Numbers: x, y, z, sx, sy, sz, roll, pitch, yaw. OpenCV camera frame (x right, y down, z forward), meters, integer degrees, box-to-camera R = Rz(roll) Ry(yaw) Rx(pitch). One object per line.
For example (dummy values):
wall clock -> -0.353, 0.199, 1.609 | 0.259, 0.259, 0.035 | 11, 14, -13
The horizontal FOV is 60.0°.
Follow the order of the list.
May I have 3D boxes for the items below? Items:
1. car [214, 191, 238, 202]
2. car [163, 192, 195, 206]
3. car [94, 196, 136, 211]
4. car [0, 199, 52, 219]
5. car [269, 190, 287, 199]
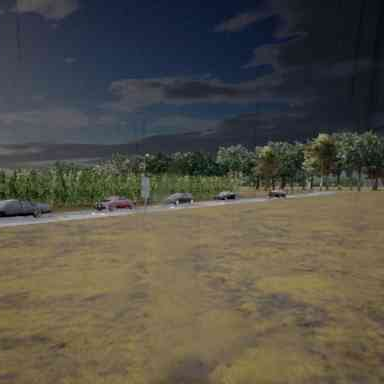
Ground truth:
car -> 5.113, 0.600, 50.195 | 1.882, 1.535, 5.008 | 0, 2, 36
car -> -1.577, 0.840, 40.784 | 1.837, 1.490, 4.892 | 0, 1, 35
car -> -7.452, 1.088, 32.480 | 1.994, 1.385, 4.181 | 0, 1, 34
car -> -13.085, 1.256, 24.402 | 2.033, 1.411, 5.357 | 0, 1, 34
car -> 15.479, 0.344, 59.880 | 1.882, 1.535, 5.008 | 0, 1, 35
